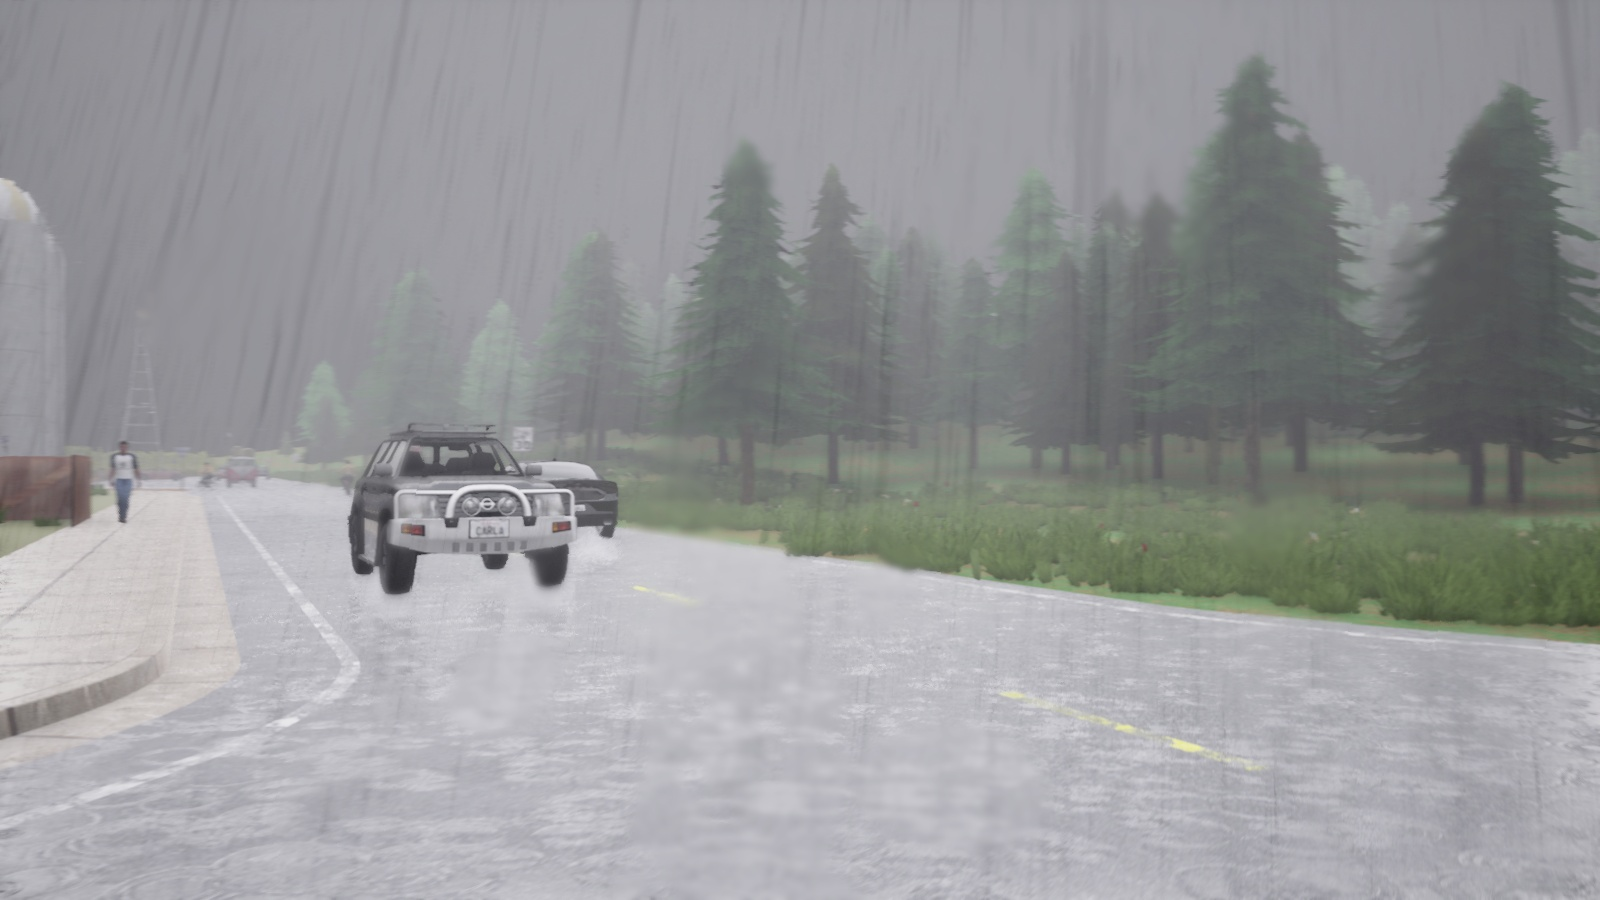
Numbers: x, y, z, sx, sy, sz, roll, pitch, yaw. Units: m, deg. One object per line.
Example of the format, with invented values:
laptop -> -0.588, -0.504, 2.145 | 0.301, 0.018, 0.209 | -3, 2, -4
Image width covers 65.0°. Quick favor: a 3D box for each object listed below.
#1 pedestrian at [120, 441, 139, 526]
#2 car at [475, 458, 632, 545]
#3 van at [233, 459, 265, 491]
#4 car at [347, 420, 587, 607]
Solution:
pedestrian -> -14.646, 0.719, 27.440 | 0.354, 1.836, 0.706 | 0, -1, -26
car -> -5.028, 0.947, 24.980 | 1.882, 1.535, 5.008 | 0, -1, -25
van -> -35.746, 1.617, 81.409 | 1.775, 1.987, 4.442 | 0, -1, -25
car -> -4.112, 0.657, 14.908 | 1.932, 1.855, 4.605 | 0, -1, -25
